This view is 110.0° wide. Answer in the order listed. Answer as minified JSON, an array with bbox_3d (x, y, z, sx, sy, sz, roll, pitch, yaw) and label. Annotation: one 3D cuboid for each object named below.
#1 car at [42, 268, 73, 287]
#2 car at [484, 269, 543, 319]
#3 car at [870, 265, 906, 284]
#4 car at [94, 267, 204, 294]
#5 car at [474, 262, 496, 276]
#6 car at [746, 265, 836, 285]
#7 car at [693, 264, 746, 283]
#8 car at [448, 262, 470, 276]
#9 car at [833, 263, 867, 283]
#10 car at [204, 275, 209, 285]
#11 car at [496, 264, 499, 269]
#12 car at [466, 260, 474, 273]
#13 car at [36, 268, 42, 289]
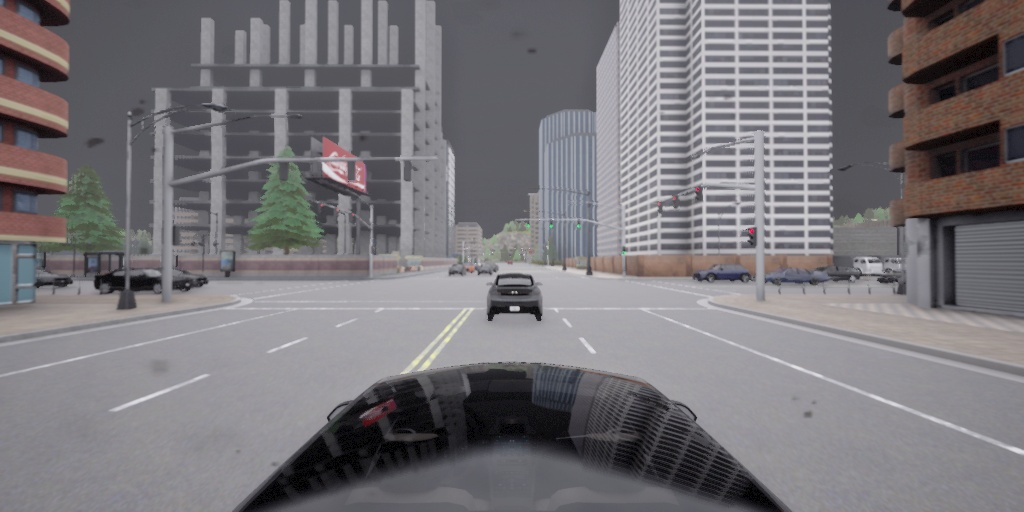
[{"bbox_3d":[-34.174,1.551,25.319,4.892,1.490,1.837,0,-1,0],"label":"car"},{"bbox_3d":[0.091,1.403,13.454,1.837,1.490,4.892,0,-1,0],"label":"car"},{"bbox_3d":[32.581,1.665,29.334,4.181,1.385,1.994,0,-1,0],"label":"car"},{"bbox_3d":[-22.292,1.481,21.877,5.008,1.535,1.882,0,-1,0],"label":"car"},{"bbox_3d":[-3.580,1.843,48.278,1.837,1.490,4.892,0,-1,0],"label":"car"},{"bbox_3d":[22.669,1.647,29.300,5.357,1.411,2.033,0,-1,0],"label":"car"},{"bbox_3d":[19.063,1.496,32.784,4.553,1.767,2.097,0,-1,0],"label":"car"},{"bbox_3d":[-7.082,1.823,46.732,1.837,1.490,4.892,0,-1,0],"label":"car"},{"bbox_3d":[28.913,1.649,32.821,4.892,1.490,1.837,0,-1,0],"label":"car"},{"bbox_3d":[-24.332,1.552,25.366,4.892,1.490,1.837,0,-1,0],"label":"car"},{"bbox_3d":[-3.560,1.818,58.404,2.097,1.767,4.553,0,-1,0],"label":"car"},{"bbox_3d":[-7.066,1.787,55.940,2.097,1.767,4.553,0,-1,0],"label":"car"},{"bbox_3d":[-33.016,1.221,21.827,5.566,2.045,2.150,0,-1,0],"label":"car"}]
